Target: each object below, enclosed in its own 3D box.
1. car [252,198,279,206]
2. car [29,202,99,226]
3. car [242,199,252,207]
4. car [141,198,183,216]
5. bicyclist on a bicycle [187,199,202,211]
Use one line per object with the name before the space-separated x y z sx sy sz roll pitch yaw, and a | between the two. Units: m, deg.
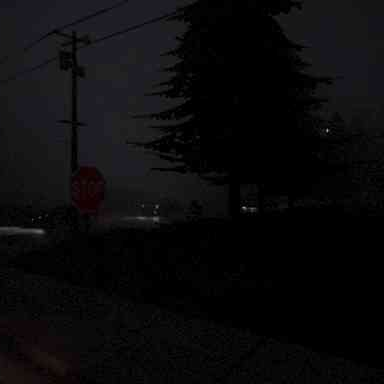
car | 10.245 1.533 45.403 1.812 1.442 4.674 0 0 33
car | -8.690 1.507 22.913 1.837 1.490 4.892 0 0 33
car | 9.578 1.548 50.907 2.033 1.411 5.357 0 0 33
car | -2.845 1.355 31.921 2.097 1.767 4.553 0 0 33
bicyclist on a bicycle | 0.154 1.315 22.797 1.656 1.620 0.582 0 0 33
